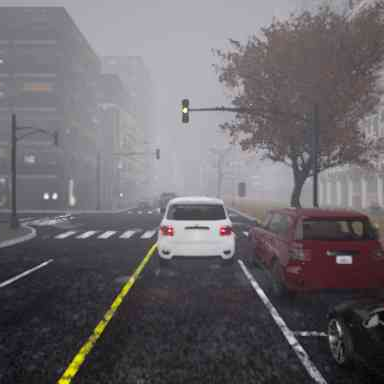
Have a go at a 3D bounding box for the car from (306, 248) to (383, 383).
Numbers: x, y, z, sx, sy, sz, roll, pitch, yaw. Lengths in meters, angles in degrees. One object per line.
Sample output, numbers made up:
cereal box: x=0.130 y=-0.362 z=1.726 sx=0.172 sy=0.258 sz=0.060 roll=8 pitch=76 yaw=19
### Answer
car: x=2.694 y=1.551 z=2.759 sx=1.947 sy=1.339 sz=4.313 roll=0 pitch=0 yaw=0

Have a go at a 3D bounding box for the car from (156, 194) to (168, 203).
car: x=-5.672 y=1.147 z=62.802 sx=1.967 sy=1.590 sz=4.097 roll=0 pitch=0 yaw=0

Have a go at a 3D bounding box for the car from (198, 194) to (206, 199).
car: x=2.714 y=1.147 z=90.463 sx=1.887 sy=1.381 sz=4.507 roll=0 pitch=0 yaw=0

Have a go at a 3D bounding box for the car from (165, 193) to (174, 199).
car: x=-5.667 y=1.062 z=84.932 sx=1.967 sy=1.590 sz=4.097 roll=0 pitch=0 yaw=0

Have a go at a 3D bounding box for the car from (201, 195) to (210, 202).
car: x=2.709 y=1.267 z=68.332 sx=1.802 sy=1.307 sz=4.206 roll=0 pitch=0 yaw=0

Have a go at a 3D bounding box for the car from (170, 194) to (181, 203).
car: x=-3.007 y=1.216 z=61.698 sx=1.837 sy=1.490 sz=4.892 roll=0 pitch=0 yaw=0

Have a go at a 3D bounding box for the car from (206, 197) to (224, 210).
car: x=2.702 y=1.343 z=40.669 sx=1.887 sy=1.381 sz=4.507 roll=0 pitch=0 yaw=0

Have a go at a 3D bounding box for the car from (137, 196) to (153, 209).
car: x=-5.678 y=1.349 z=40.671 sx=2.008 sy=1.369 sz=4.403 roll=0 pitch=0 yaw=0

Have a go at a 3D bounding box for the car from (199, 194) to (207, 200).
car: x=2.711 y=1.166 z=79.568 sx=1.752 sy=1.417 sz=4.829 roll=0 pitch=0 yaw=0

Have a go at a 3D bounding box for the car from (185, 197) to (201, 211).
car: x=0.098 y=1.334 z=38.390 sx=1.812 sy=1.442 sz=4.674 roll=0 pitch=0 yaw=0

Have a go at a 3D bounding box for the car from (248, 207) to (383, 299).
car: x=2.695 y=1.271 z=8.280 sx=2.192 sy=1.841 sz=5.009 roll=0 pitch=0 yaw=0

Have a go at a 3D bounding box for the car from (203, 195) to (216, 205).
car: x=2.705 y=1.276 z=51.904 sx=1.752 sy=1.417 sz=4.829 roll=0 pitch=0 yaw=0

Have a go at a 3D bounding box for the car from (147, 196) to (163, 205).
car: x=-5.675 y=1.302 z=51.737 sx=2.008 sy=1.369 sz=4.403 roll=0 pitch=0 yaw=0

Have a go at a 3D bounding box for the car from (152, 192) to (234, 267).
car: x=0.065 y=1.163 z=11.282 sx=2.150 sy=2.045 sz=5.566 roll=0 pitch=0 yaw=-1

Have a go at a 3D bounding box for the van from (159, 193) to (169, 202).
van: x=-5.671 y=1.026 z=68.334 sx=1.690 sy=1.788 sz=3.998 roll=0 pitch=0 yaw=0
